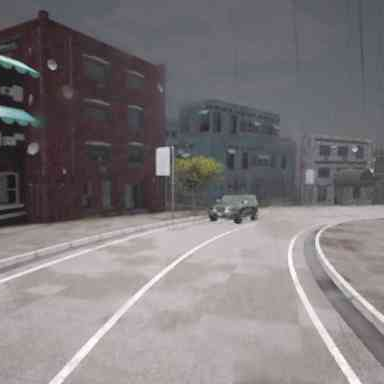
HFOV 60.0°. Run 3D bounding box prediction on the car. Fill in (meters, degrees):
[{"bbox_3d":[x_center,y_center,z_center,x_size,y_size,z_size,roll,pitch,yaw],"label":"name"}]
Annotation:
[{"bbox_3d":[3.217,1.151,24.590,2.150,2.045,5.566,3,1,30],"label":"car"}]
